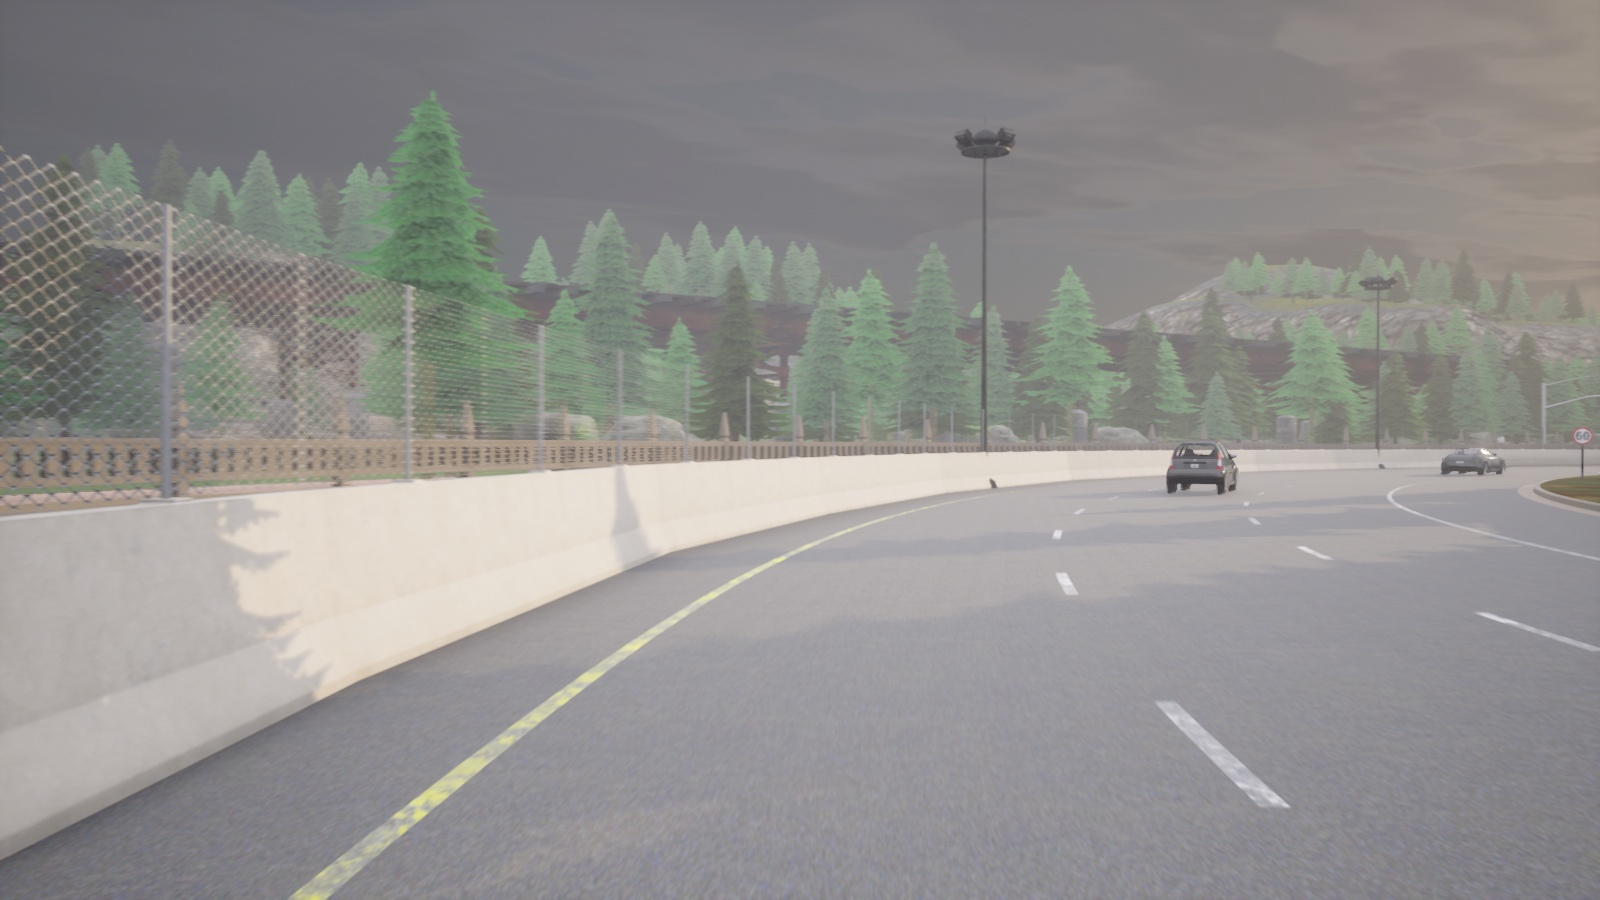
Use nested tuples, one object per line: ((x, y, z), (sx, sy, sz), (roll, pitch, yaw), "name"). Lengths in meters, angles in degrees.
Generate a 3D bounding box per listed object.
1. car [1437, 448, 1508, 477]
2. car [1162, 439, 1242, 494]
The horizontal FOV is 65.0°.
((33.549, 0.617, 62.593), (1.994, 1.385, 4.181), (1, 0, 45), "car")
((12.604, 0.484, 39.219), (1.851, 1.617, 3.988), (0, 0, 26), "car")
